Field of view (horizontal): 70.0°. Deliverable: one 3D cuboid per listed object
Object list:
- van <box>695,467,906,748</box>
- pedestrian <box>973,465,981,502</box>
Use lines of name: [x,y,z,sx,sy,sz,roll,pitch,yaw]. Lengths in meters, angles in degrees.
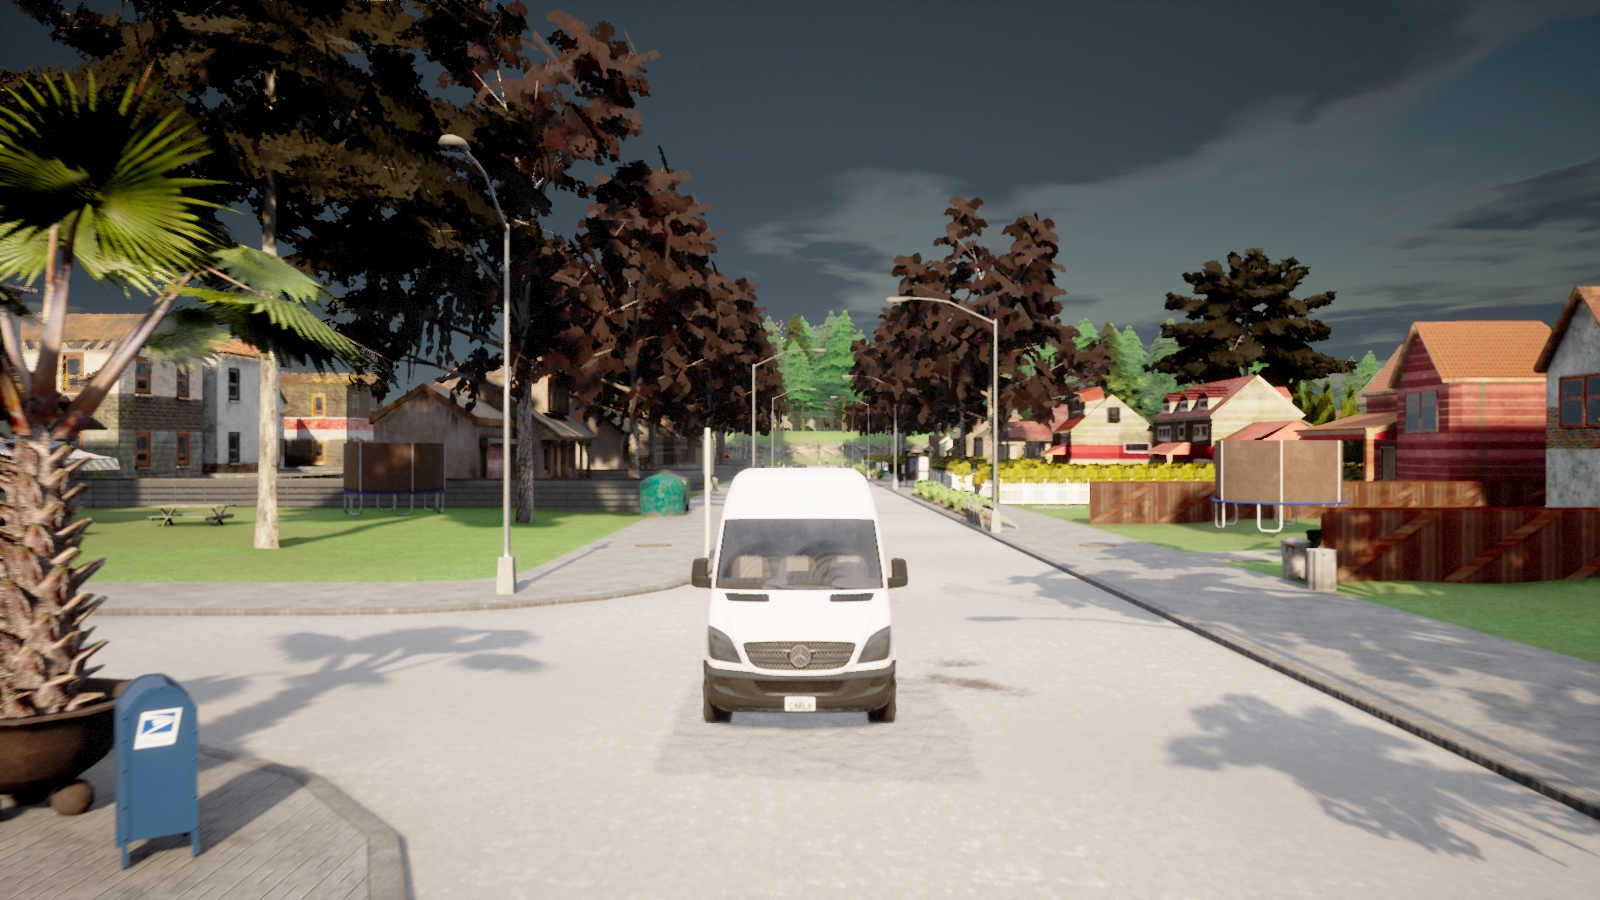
van: [0.004,1.526,13.722,1.988,2.561,5.915,0,0,0]
pedestrian: [9.025,1.712,58.178,0.375,1.860,0.375,0,0,8]
